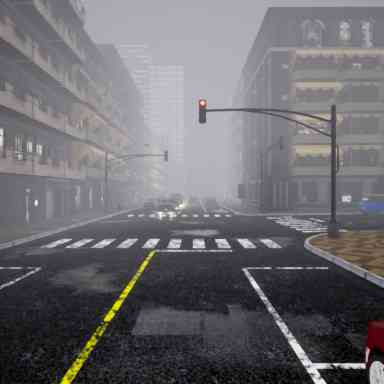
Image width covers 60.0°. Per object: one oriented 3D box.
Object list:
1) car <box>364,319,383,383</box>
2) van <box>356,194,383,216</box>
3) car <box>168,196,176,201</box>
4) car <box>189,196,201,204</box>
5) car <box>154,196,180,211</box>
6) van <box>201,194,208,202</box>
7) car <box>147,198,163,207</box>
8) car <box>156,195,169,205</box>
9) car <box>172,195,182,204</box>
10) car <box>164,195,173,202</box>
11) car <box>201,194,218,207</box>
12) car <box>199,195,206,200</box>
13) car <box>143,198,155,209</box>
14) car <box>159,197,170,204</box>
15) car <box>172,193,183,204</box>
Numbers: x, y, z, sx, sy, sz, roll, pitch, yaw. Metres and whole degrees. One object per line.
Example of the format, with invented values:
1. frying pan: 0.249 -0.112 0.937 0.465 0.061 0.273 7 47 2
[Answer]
1. car: 2.685 1.544 1.797 1.887 1.381 4.507 0 0 0
2. van: 15.723 1.035 27.328 3.998 1.788 1.690 -1 1 -1
3. car: -5.422 1.633 89.523 1.802 1.307 4.206 -1 0 0
4. car: 0.303 1.503 66.114 1.882 1.535 5.008 0 0 0
5. car: -2.975 1.554 40.483 2.033 1.411 5.357 0 0 0
6. van: 2.922 1.379 78.435 1.690 1.788 3.998 -1 0 0
7. car: -5.543 1.580 50.827 1.947 1.339 4.313 0 0 0
8. car: -5.510 1.462 61.883 1.967 1.590 4.097 -1 0 0
9. car: -2.942 1.578 50.367 1.994 1.385 4.181 0 0 0
10. car: -5.457 1.563 78.297 1.752 1.417 4.829 -1 0 0
11. car: 2.836 1.454 50.796 1.967 1.590 4.097 -1 0 0
12. car: 2.975 1.602 95.019 1.887 1.381 4.507 -1 0 0
13. car: -5.559 1.561 45.300 2.008 1.369 4.403 0 0 0
14. car: -5.491 1.609 67.411 1.802 1.307 4.206 -1 0 0
15. car: -2.871 1.244 62.132 2.150 2.045 5.566 0 0 1
